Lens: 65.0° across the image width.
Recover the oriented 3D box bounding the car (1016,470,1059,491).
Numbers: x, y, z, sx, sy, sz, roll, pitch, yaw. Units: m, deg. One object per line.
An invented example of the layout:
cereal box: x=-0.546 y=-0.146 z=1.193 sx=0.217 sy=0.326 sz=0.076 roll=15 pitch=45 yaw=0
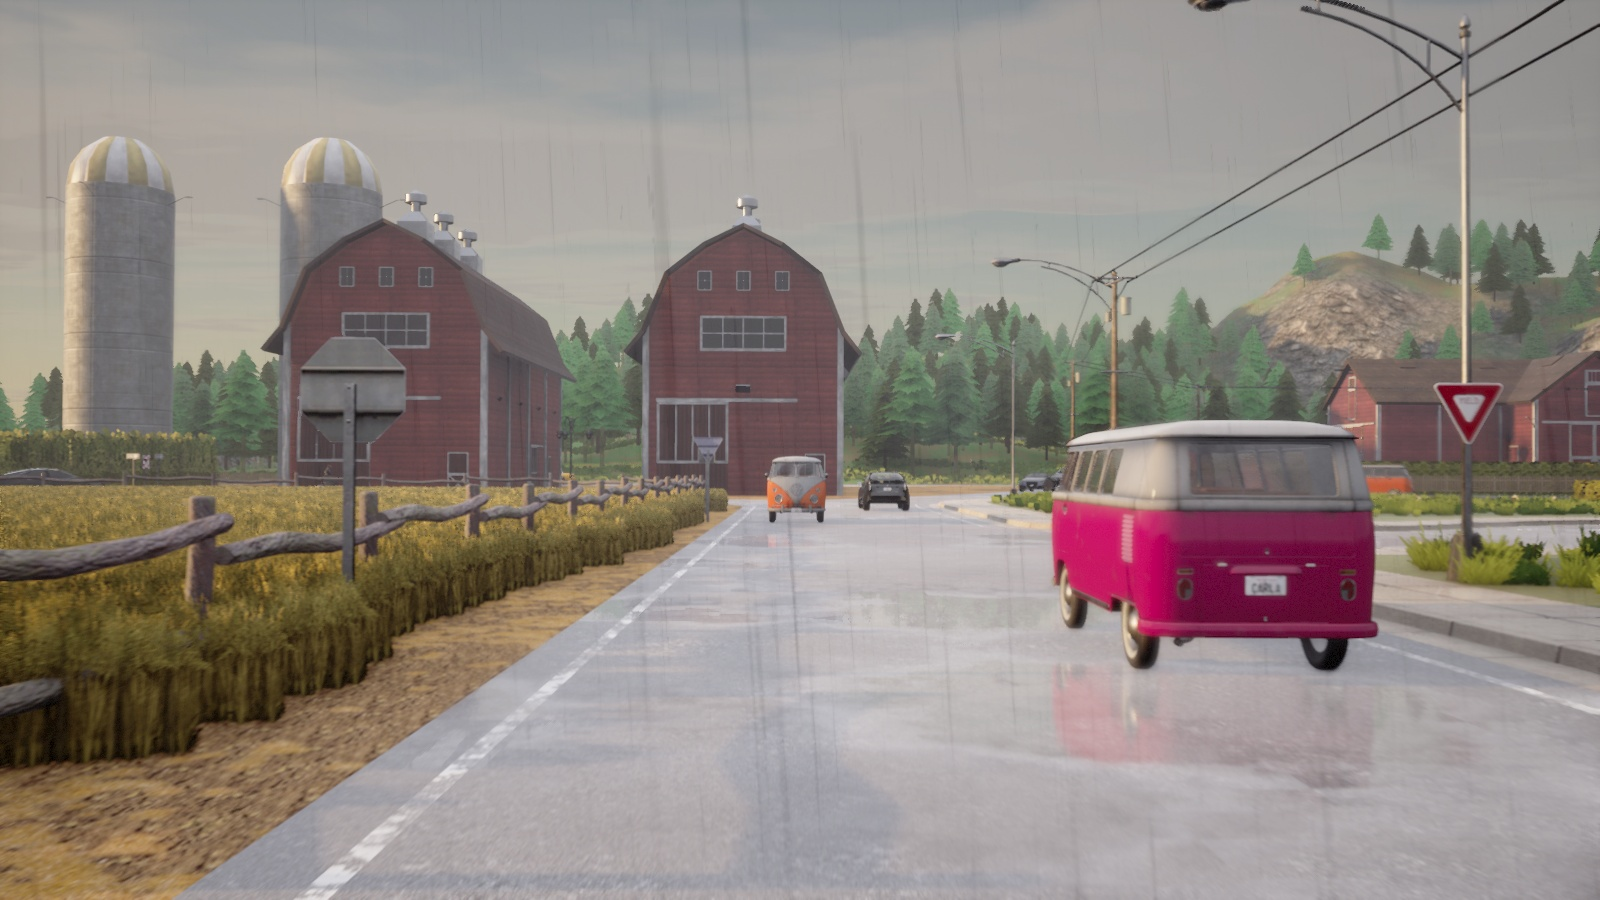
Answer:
car: x=16.403 y=2.083 z=86.460 sx=1.994 sy=1.385 sz=4.181 roll=-1 pitch=-1 yaw=24

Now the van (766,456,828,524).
van: x=-0.097 y=1.187 z=38.756 sx=1.775 sy=1.987 sz=4.442 roll=0 pitch=-1 yaw=0

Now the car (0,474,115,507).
car: x=-35.841 y=1.934 z=60.374 sx=4.892 sy=1.490 sz=1.837 roll=0 pitch=-2 yaw=-36

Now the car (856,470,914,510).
car: x=3.362 y=1.558 z=50.414 sx=2.007 sy=1.525 sz=4.514 roll=0 pitch=-1 yaw=0

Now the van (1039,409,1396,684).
van: x=3.445 y=0.735 z=11.323 sx=1.775 sy=1.987 sz=4.442 roll=0 pitch=-1 yaw=1

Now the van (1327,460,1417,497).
van: x=31.526 y=1.557 z=69.336 sx=4.442 sy=1.987 sz=1.775 roll=-1 pitch=-2 yaw=23
